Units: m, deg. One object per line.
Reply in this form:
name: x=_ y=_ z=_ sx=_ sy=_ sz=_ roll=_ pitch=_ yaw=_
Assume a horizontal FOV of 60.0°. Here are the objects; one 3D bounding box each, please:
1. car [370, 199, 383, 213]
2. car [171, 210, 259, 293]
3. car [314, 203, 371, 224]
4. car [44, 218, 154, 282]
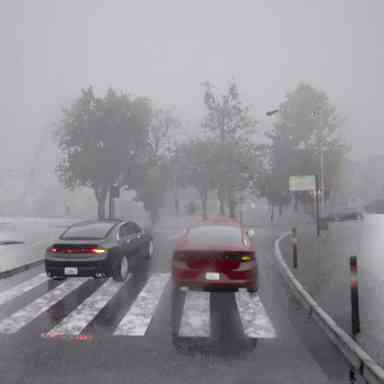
car: x=29.260 y=2.215 z=52.004 sx=2.150 sy=2.045 sz=5.566 roll=0 pitch=-4 yaw=-2
car: x=0.687 y=1.482 z=8.962 sx=1.882 sy=1.535 sz=5.008 roll=-1 pitch=0 yaw=7
car: x=13.025 y=1.979 z=29.478 sx=4.902 sy=1.511 sz=2.128 roll=-1 pitch=-3 yaw=-28
car: x=-2.450 y=1.545 z=9.912 sx=1.837 sy=1.490 sz=4.892 roll=-1 pitch=0 yaw=7
